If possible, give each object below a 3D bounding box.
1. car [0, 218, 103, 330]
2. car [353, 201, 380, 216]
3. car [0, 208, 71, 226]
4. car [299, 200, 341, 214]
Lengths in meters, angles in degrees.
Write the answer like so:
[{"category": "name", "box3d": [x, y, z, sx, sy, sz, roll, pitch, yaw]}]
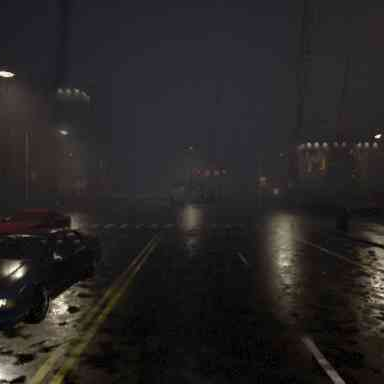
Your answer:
[{"category": "car", "box3d": [-3.515, 1.575, 7.464, 2.033, 1.411, 5.357, 0, 0, 0]}, {"category": "car", "box3d": [19.136, 1.665, 33.753, 5.357, 1.411, 2.033, 0, 0, 2]}, {"category": "car", "box3d": [-7.030, 1.531, 14.789, 1.882, 1.535, 5.008, 0, 0, 1]}, {"category": "car", "box3d": [14.423, 1.657, 37.390, 4.674, 1.442, 1.812, 0, -1, -11]}]
